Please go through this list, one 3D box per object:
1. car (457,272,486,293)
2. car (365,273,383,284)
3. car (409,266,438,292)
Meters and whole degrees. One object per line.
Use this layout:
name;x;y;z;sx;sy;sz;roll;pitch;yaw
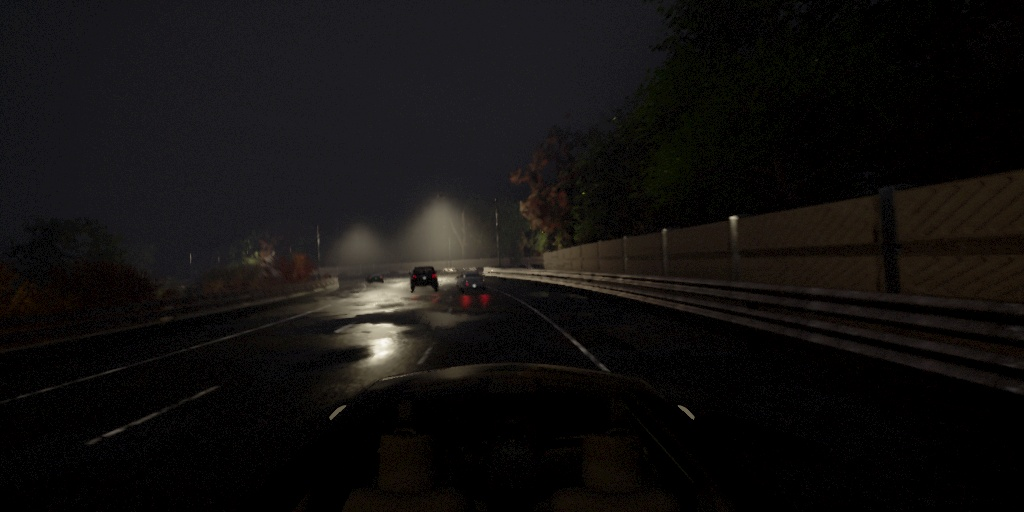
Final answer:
car;-3.160;1.923;27.290;1.812;1.442;4.674;-2;-1;-13
car;-19.903;3.206;51.739;1.994;1.385;4.181;-2;-1;-28
car;-7.554;1.888;30.597;2.150;2.045;5.566;-2;-1;-16
